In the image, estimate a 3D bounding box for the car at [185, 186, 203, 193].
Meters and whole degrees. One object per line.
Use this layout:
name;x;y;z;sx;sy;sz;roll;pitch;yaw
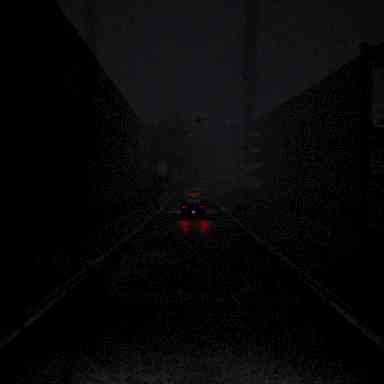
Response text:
car;0.103;0.262;42.748;1.882;1.535;5.008;0;3;0

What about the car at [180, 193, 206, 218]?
car;0.102;1.103;25.209;1.812;1.442;4.674;0;2;0
